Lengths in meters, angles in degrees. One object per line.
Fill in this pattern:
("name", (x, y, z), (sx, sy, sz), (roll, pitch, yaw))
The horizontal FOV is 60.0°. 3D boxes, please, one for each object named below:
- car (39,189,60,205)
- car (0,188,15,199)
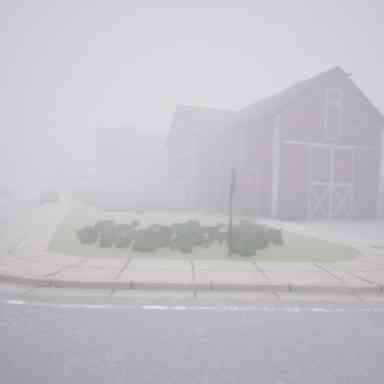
("car", (-14.386, 0.458, 33.616), (1.816, 1.474, 4.193), (-5, 4, -20))
("car", (-24.306, 0.165, 42.964), (1.895, 1.301, 4.718), (1, 1, -18))
